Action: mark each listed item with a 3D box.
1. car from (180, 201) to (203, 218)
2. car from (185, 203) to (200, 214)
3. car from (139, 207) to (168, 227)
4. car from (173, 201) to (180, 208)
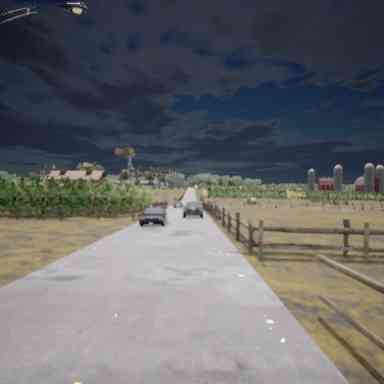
[{"bbox_3d":[0.099,1.821,35.672,2.097,1.767,4.553,0,-1,0],"label":"car"},{"bbox_3d":[0.077,2.199,45.547,2.033,1.411,5.357,0,-1,0],"label":"car"},{"bbox_3d":[-2.843,1.845,25.704,2.033,1.411,5.357,0,-1,0],"label":"car"},{"bbox_3d":[-2.743,2.556,66.850,2.128,1.511,4.902,0,-1,0],"label":"car"}]
